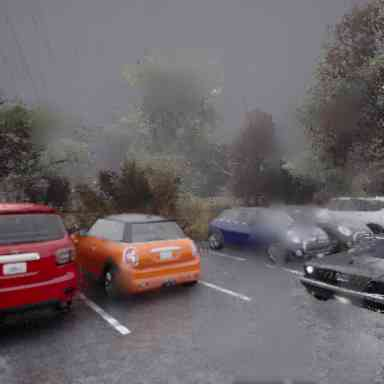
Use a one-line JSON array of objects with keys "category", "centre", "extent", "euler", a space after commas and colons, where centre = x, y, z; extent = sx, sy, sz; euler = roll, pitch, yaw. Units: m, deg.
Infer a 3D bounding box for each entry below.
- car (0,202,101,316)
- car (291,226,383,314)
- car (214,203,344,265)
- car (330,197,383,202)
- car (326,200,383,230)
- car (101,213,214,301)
[{"category": "car", "centre": [-4.177, 1.228, 7.115], "extent": [2.435, 2.045, 5.566], "euler": [0, 0, -36]}, {"category": "car", "centre": [4.468, 1.600, 7.156], "extent": [4.718, 1.301, 1.895], "euler": [0, 0, -35]}, {"category": "car", "centre": [2.622, 1.352, 11.970], "extent": [2.185, 1.767, 4.553], "euler": [0, 0, -36]}, {"category": "car", "centre": [7.260, 1.226, 15.275], "extent": [2.435, 2.045, 5.566], "euler": [0, 0, -36]}, {"category": "car", "centre": [4.889, 1.352, 13.587], "extent": [2.185, 1.767, 4.553], "euler": [0, 0, -36]}, {"category": "car", "centre": [-1.774, 1.353, 8.756], "extent": [2.185, 1.767, 4.553], "euler": [0, 0, -36]}]
